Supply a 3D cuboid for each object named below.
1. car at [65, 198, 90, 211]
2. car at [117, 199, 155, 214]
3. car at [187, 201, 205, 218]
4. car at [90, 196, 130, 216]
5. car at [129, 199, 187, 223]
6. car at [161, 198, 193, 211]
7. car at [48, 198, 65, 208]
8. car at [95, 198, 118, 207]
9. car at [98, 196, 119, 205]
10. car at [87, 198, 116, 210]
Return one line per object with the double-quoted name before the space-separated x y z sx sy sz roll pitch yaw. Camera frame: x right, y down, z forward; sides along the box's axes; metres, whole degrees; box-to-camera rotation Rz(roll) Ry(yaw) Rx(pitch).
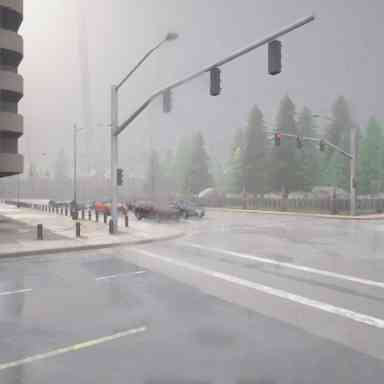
"car" -13.717 1.545 41.332 2.128 1.511 4.902 0 0 -36
"car" -6.353 1.547 37.252 2.128 1.511 4.902 0 0 -36
"car" -0.834 1.547 29.787 2.128 1.511 4.902 0 0 -36
"car" -8.287 1.407 33.974 2.097 1.767 4.553 0 0 -36
"car" -2.817 1.533 26.581 1.882 1.535 5.008 0 0 -36
"car" -2.029 1.581 43.533 1.812 1.442 4.674 0 0 -36
"car" -20.228 1.603 50.207 2.033 1.411 5.357 0 0 -36
"car" -13.743 1.656 53.465 1.895 1.301 4.718 0 0 -36
"car" -15.618 1.547 61.886 2.128 1.511 4.902 0 0 -36
"car" -12.522 1.603 45.606 2.033 1.411 5.357 0 0 -36
